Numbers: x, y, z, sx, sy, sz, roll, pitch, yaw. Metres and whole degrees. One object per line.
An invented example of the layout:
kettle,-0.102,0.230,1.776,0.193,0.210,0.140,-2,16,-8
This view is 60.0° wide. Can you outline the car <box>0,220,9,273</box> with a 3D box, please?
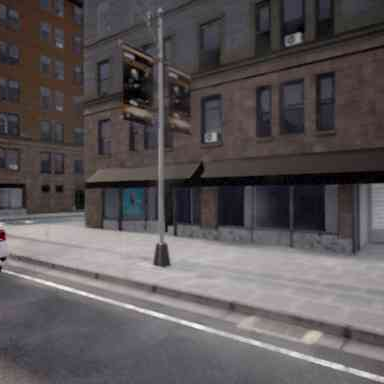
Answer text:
car,-7.113,1.247,8.967,5.566,2.045,2.150,-1,0,36
